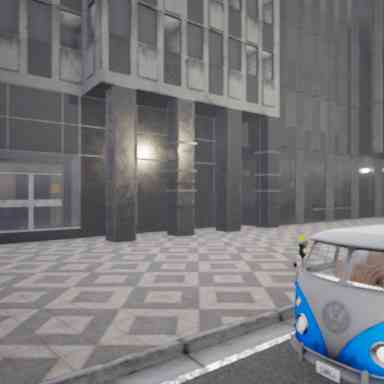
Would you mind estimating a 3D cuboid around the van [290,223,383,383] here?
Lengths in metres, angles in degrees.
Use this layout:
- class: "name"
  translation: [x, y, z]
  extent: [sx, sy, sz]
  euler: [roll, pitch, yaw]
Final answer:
- class: "van"
  translation: [3.112, 1.340, 4.685]
  extent: [3.998, 1.788, 1.690]
  euler: [0, 0, -36]
